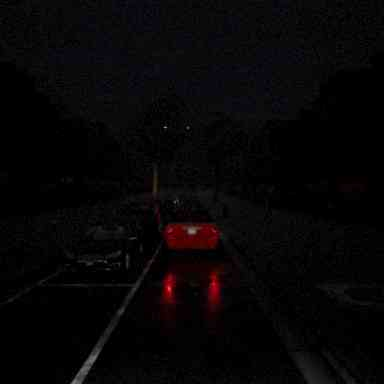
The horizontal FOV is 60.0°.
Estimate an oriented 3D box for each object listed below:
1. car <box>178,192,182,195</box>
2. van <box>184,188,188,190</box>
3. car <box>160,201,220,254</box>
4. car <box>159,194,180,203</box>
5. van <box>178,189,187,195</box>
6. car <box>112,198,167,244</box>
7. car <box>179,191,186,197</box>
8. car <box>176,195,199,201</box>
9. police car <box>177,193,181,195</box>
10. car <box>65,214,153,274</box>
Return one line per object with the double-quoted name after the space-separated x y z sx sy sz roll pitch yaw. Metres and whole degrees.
-3.024 1.305 53.962 1.882 1.535 5.008 0 1 0 "car"
-2.642 0.446 88.436 1.690 1.788 3.998 1 2 0 "van"
0.001 1.451 14.033 2.097 1.767 4.553 0 0 0 "car"
-2.654 1.390 32.992 2.192 1.841 5.009 -1 0 0 "car"
-2.645 0.733 77.349 1.690 1.788 3.998 0 1 0 "van"
-2.659 1.426 16.356 2.192 1.841 5.009 -1 0 0 "car"
-2.644 0.509 93.985 1.947 1.339 4.313 1 2 0 "car"
-0.002 1.447 29.027 2.097 1.767 4.553 0 0 0 "car"
-3.017 1.350 47.072 1.930 1.638 5.238 0 1 0 "police car"
-2.655 1.638 10.802 2.008 1.369 4.403 -1 0 0 "car"
